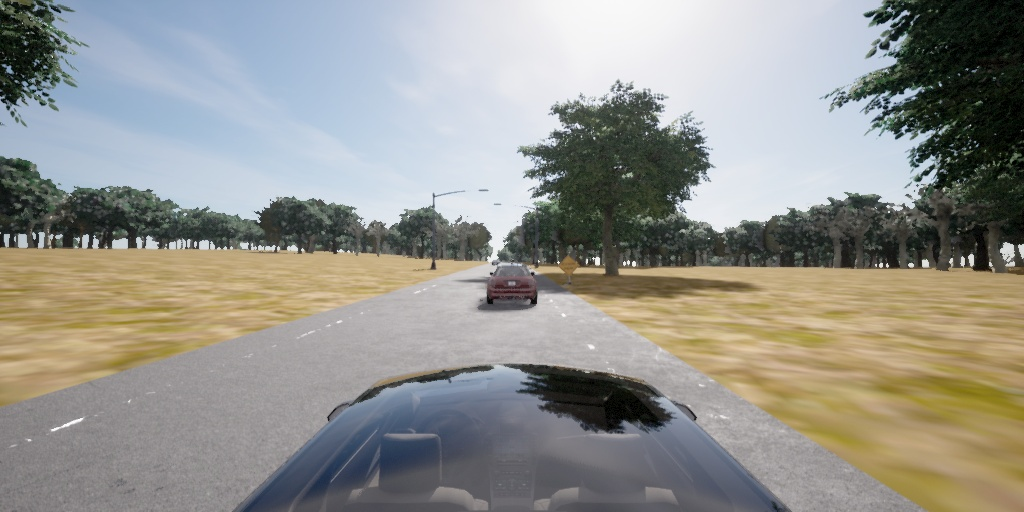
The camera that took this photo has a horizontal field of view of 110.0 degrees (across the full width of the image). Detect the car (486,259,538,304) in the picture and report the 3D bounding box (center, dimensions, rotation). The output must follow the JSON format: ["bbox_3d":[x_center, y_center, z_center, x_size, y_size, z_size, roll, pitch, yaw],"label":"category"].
[{"bbox_3d":[0.000,1.128,16.487,2.097,1.767,4.553,0,0,0],"label":"car"}]

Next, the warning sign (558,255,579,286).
[{"bbox_3d":[3.550,0.880,22.053,1.300,1.860,1.060,0,0,0],"label":"warning sign"}]
